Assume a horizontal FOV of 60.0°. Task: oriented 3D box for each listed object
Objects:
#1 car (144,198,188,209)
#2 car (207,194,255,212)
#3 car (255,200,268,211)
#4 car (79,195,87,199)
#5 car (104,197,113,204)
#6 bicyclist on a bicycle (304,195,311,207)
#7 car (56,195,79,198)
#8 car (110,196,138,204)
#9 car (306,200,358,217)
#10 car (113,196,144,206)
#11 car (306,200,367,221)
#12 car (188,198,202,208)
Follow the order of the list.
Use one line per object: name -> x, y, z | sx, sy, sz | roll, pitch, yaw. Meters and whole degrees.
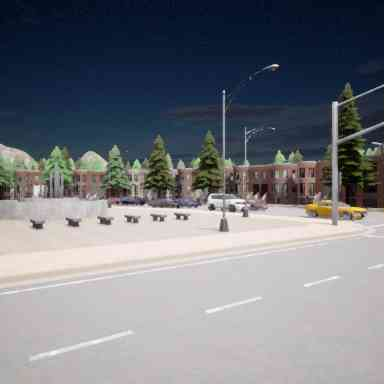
car -> -3.673, 1.546, 45.862 | 5.357, 1.411, 2.033 | 0, 0, 36
car -> 4.092, 1.222, 38.295 | 2.150, 2.045, 5.566 | 0, 0, -39
car -> 6.971, 1.524, 40.140 | 1.812, 1.442, 4.674 | 0, 0, -39
car -> -22.556, 1.351, 63.988 | 4.553, 1.767, 2.097 | 0, 0, 7
car -> -14.081, 1.563, 58.826 | 4.181, 1.385, 1.994 | 0, 0, 18
bicyclist on a bicycle -> 16.174, 1.301, 46.611 | 1.656, 1.620, 0.582 | 0, 0, -37
car -> -23.818, 1.504, 60.694 | 4.892, 1.490, 1.837 | 0, 0, 5
car -> -12.736, 1.503, 62.058 | 4.892, 1.490, 1.837 | 0, 0, 18
car -> 13.305, 1.562, 31.836 | 1.994, 1.385, 4.181 | 0, 0, -37
car -> -9.827, 1.600, 53.481 | 4.718, 1.301, 1.895 | 0, 0, 24
car -> 11.924, 1.476, 27.718 | 1.882, 1.535, 5.008 | 0, 0, -35
car -> -1.099, 1.546, 48.276 | 5.357, 1.411, 2.033 | 0, 0, 37
